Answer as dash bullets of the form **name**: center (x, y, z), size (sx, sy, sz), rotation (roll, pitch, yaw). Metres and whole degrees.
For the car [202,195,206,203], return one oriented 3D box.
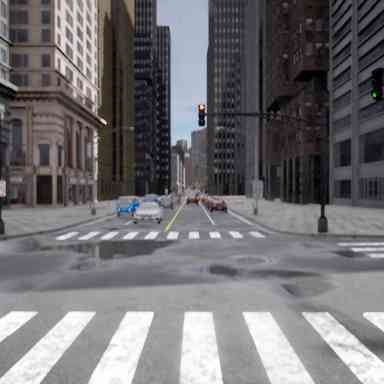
- **car**: center (2.779, 1.459, 46.809), size (1.887, 1.381, 4.507), rotation (0, 0, 0)

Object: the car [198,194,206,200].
- **car**: center (2.773, 1.292, 91.013), size (1.967, 1.590, 4.097), rotation (0, 0, 0)

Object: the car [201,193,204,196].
- **car**: center (2.777, 1.435, 63.386), size (1.887, 1.381, 4.507), rotation (0, 0, 0)

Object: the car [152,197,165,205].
- **car**: center (-5.769, 1.480, 57.878), size (1.802, 1.307, 4.206), rotation (0, 0, 0)

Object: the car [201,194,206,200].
- **car**: center (2.778, 1.431, 52.505), size (1.752, 1.417, 4.829), rotation (0, 0, 0)

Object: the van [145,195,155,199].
- **van**: center (-5.773, 1.255, 46.827), size (1.690, 1.788, 3.998), rotation (0, 0, 0)

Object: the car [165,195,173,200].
- **car**: center (-5.762, 1.385, 85.332), size (1.752, 1.417, 4.829), rotation (0, 0, 0)

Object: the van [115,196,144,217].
- **van**: center (-5.777, 1.281, 30.252), size (1.690, 1.788, 3.998), rotation (0, 0, 0)

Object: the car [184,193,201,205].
- **car**: center (0.057, 1.380, 55.094), size (1.882, 1.535, 5.008), rotation (0, 0, 0)

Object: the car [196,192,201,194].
- **car**: center (2.395, 1.228, 74.348), size (2.097, 1.767, 4.553), rotation (0, 0, 0)

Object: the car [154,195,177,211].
- **car**: center (-3.092, 1.429, 39.780), size (1.837, 1.490, 4.892), rotation (0, 0, 0)

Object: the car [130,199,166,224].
- **car**: center (-3.099, 1.476, 24.318), size (1.812, 1.442, 4.674), rotation (0, 0, -2)

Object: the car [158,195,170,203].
- **car**: center (-5.766, 1.434, 68.927), size (2.008, 1.369, 4.403), rotation (0, 0, 0)

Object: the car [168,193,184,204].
- **car**: center (-2.994, 1.405, 59.224), size (2.128, 1.511, 4.902), rotation (0, 0, 0)

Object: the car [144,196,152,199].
- **car**: center (-5.775, 1.475, 35.778), size (1.887, 1.381, 4.507), rotation (0, 0, 0)

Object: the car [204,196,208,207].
- **car**: center (2.780, 1.467, 41.284), size (1.887, 1.381, 4.507), rotation (0, 0, 0)

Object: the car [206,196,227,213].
- **car**: center (2.780, 1.475, 35.759), size (1.887, 1.381, 4.507), rotation (0, 0, 0)
